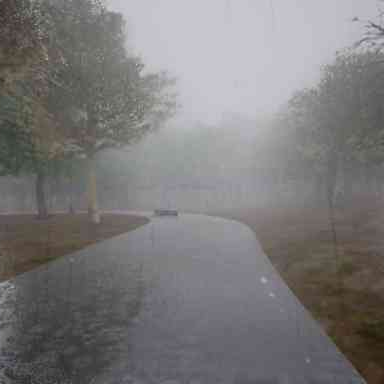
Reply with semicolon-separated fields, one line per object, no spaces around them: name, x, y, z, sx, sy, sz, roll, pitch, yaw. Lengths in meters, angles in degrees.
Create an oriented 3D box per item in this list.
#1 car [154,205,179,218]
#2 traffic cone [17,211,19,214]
car;-2.634;1.926;33.487;1.895;1.301;4.718;0;-2;-14
traffic cone;-32.686;3.769;62.315;0.340;0.580;0.340;-3;0;14
